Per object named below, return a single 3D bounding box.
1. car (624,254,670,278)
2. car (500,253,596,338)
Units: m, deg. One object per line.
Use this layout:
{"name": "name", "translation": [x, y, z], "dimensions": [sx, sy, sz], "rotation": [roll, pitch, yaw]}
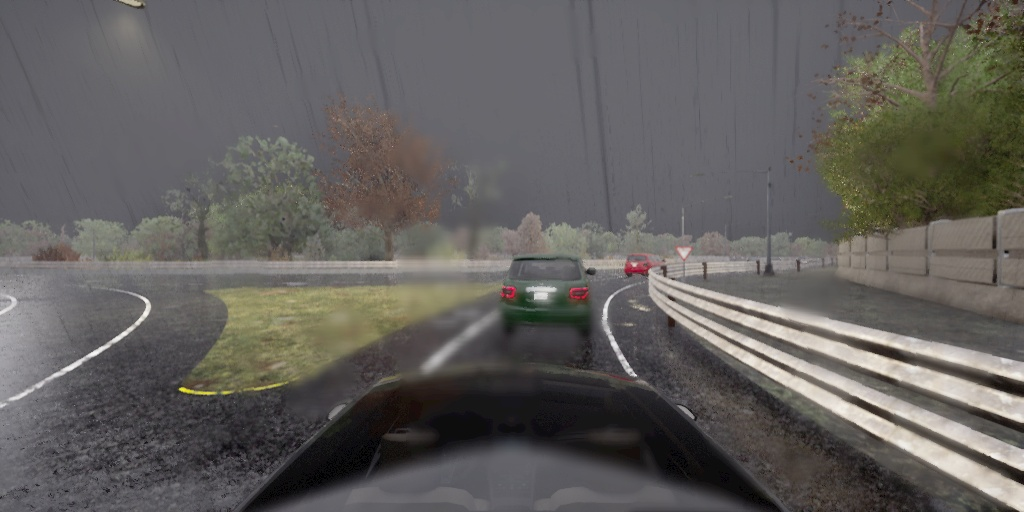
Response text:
{"name": "car", "translation": [11.645, 0.839, 30.766], "dimensions": [2.150, 2.045, 5.566], "rotation": [0, 0, 42]}
{"name": "car", "translation": [1.181, 0.935, 10.290], "dimensions": [2.150, 2.045, 5.566], "rotation": [0, 1, 11]}
